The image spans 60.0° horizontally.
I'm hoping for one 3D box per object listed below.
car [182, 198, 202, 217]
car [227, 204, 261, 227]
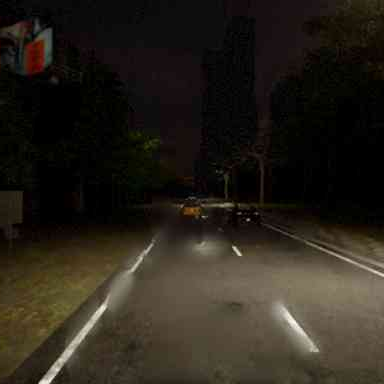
[{"bbox_3d":[0.027,1.622,32.310,1.801,1.575,5.366,0,0,1],"label":"car"},{"bbox_3d":[3.602,1.590,23.682,2.128,1.511,4.902,0,0,0],"label":"car"}]
